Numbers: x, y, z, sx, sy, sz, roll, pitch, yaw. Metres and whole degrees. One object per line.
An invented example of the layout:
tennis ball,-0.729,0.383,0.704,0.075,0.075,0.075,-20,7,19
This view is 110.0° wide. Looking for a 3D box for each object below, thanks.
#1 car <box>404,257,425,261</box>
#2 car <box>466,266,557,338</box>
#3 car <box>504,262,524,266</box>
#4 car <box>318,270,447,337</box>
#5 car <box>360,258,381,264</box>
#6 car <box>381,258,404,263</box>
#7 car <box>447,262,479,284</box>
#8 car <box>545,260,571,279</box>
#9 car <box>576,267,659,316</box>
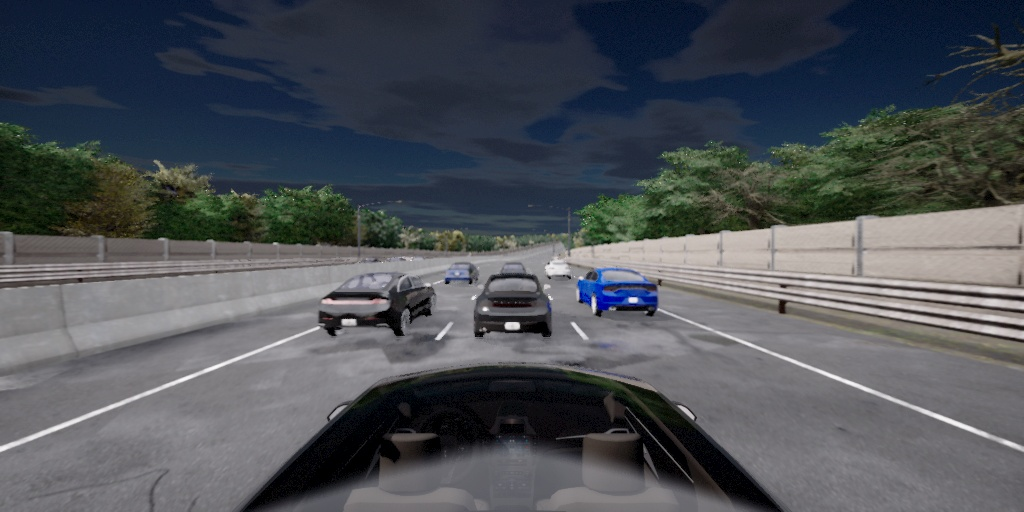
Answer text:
car,-13.463,0.921,51.624,1.812,1.442,4.674,0,0,2
car,0.046,1.202,9.968,1.837,1.490,4.892,0,1,1
car,0.108,1.136,24.865,2.033,1.411,5.357,0,0,1
car,-3.449,1.188,10.071,2.128,1.511,4.902,0,0,1
car,-20.436,0.948,52.242,1.994,1.385,4.181,0,0,2
car,-16.913,0.932,52.889,2.033,1.411,5.357,0,0,2
car,-3.392,1.135,24.914,2.033,1.411,5.357,0,0,1
car,3.692,1.082,29.454,1.812,1.442,4.674,0,0,1
car,3.573,1.154,12.987,1.882,1.535,5.008,0,0,0
